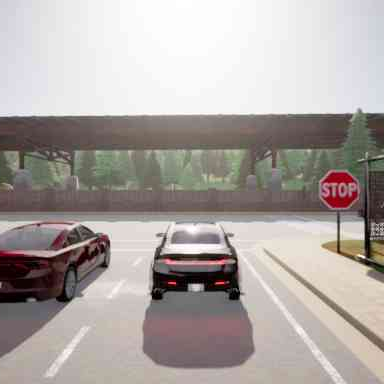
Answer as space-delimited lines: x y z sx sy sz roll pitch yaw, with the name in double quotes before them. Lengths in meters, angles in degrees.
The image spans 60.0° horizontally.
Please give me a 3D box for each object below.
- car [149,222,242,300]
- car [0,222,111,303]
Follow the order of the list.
"car" 0.078 1.491 8.351 2.128 1.511 4.902 0 0 0
"car" -3.422 1.477 8.282 1.882 1.535 5.008 0 0 0
